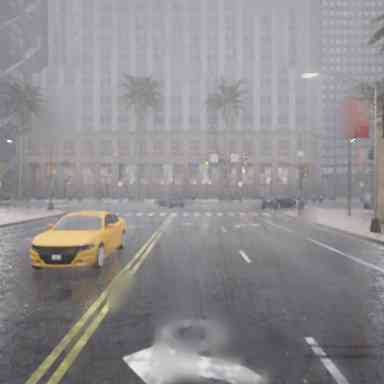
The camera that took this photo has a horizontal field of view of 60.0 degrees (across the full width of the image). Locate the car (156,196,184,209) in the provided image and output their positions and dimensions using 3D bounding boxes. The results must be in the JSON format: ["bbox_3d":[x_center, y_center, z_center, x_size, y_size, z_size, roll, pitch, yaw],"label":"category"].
[{"bbox_3d":[-2.657,1.172,39.112,2.128,1.511,4.902,0,0,-30],"label":"car"}]

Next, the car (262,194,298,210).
[{"bbox_3d":[9.891,1.050,37.344,4.553,1.767,2.097,0,1,-40],"label":"car"}]

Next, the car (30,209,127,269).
[{"bbox_3d":[-3.478,1.386,11.037,1.882,1.535,5.008,0,0,0],"label":"car"}]
